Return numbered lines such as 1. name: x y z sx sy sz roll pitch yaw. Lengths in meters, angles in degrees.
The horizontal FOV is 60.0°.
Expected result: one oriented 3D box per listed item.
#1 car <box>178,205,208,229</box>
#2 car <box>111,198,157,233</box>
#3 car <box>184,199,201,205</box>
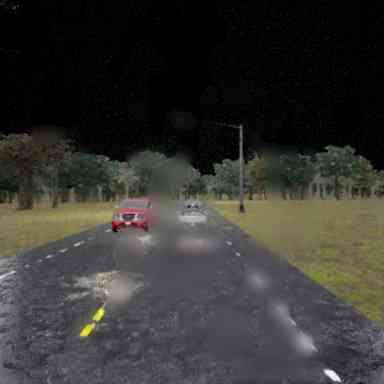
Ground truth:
1. car: 0.073 1.805 23.138 1.895 1.301 4.718 0 0 0
2. car: -3.564 1.419 21.396 2.150 2.045 5.566 0 -1 0
3. car: 0.096 1.637 42.123 2.097 1.767 4.553 0 0 0
